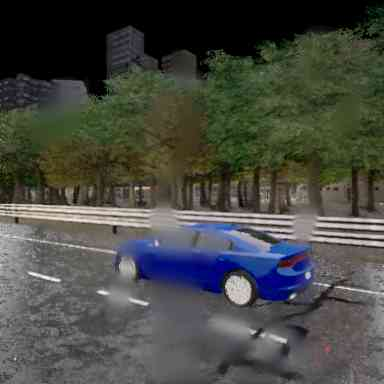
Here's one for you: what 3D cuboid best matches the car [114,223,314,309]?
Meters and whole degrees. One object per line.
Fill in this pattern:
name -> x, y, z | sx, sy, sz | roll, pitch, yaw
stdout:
car -> 0.264, 1.497, 7.982 | 5.008, 1.535, 1.882 | 0, 0, 36
